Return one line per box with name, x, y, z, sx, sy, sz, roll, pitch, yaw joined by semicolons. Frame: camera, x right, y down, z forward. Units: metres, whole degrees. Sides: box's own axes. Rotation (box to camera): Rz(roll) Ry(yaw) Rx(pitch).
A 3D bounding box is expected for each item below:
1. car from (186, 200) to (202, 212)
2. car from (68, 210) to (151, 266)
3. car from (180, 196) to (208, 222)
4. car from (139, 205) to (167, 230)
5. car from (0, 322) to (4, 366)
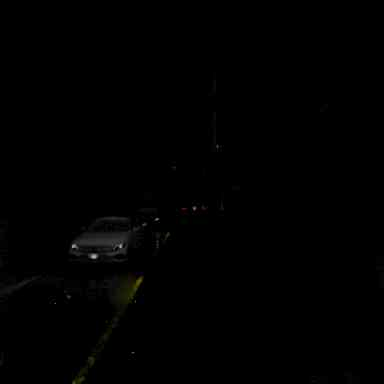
car;0.257;1.770;44.155;2.033;1.411;5.357;0;0;0
car;-2.800;1.579;11.857;1.812;1.442;4.674;0;0;0
car;0.201;1.359;28.333;2.150;2.045;5.566;0;0;0
car;-2.733;1.627;22.001;1.812;1.442;4.674;0;0;1
car;-2.846;1.498;1.410;2.128;1.511;4.902;0;0;0
